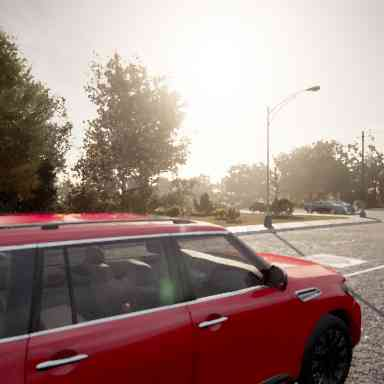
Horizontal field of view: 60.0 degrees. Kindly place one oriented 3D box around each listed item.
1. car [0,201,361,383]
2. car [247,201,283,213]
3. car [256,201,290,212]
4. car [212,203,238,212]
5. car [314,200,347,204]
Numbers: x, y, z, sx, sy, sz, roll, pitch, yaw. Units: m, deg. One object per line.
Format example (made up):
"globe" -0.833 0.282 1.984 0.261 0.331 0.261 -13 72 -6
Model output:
"car" -0.540 1.222 3.369 5.566 2.045 2.150 0 0 -37
"car" 9.671 2.028 44.421 1.837 1.490 4.892 0 -3 -32
"car" 11.598 2.127 47.950 1.837 1.490 4.892 0 -3 -32
"car" 5.641 2.701 57.506 1.837 1.490 4.892 0 -3 -32
"car" 14.633 1.708 36.485 2.128 1.511 4.902 0 -1 -32
